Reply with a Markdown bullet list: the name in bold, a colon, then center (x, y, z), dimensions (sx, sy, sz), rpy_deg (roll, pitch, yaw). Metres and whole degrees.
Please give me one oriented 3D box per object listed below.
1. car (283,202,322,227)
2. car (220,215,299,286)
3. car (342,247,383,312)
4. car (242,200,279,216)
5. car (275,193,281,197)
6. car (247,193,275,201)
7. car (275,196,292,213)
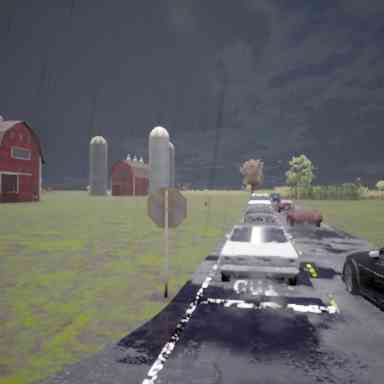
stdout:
- **car**: center (7.520, 1.594, 22.737), dimensions (1.895, 1.301, 4.718), rpy_deg (0, 0, 12)
- **car**: center (1.928, 1.600, 9.665), dimensions (1.895, 1.301, 4.718), rpy_deg (0, 0, 11)
- **car**: center (4.308, 1.562, 5.906), dimensions (1.994, 1.385, 4.181), rpy_deg (0, 0, 4)
- **car**: center (4.366, 1.501, 21.487), dimensions (1.837, 1.490, 4.892), rpy_deg (0, 0, 12)
- **car**: center (16.260, 1.172, 65.070), dimensions (2.150, 2.045, 5.566), rpy_deg (0, 0, 12)
- **car**: center (6.533, 1.212, 32.084), dimensions (2.150, 2.045, 5.566), rpy_deg (0, 0, 12)
- **car**: center (10.465, 1.510, 37.233), dimensions (1.812, 1.442, 4.674), rpy_deg (0, 0, 12)
